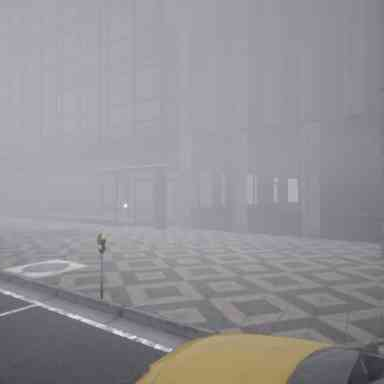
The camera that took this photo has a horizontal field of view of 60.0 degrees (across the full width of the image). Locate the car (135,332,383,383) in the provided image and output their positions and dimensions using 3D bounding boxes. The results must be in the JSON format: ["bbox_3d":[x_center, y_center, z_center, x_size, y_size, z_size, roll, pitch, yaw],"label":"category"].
[{"bbox_3d":[1.630,1.525,1.920,4.829,1.417,1.752,0,0,36],"label":"car"}]
